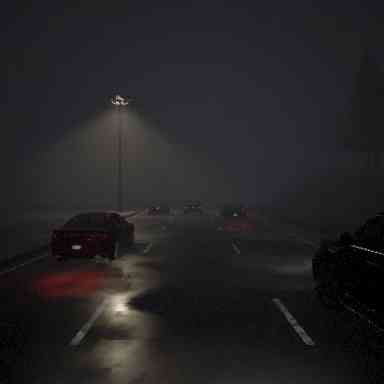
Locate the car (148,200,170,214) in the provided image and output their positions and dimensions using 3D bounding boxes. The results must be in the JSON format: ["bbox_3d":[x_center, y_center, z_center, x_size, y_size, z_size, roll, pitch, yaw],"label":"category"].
[{"bbox_3d":[-3.393,1.563,34.965,1.994,1.385,4.181,0,0,0],"label":"car"}]

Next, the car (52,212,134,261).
[{"bbox_3d":[-3.399,1.477,12.273,1.882,1.535,5.008,0,0,0],"label":"car"}]

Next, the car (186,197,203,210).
[{"bbox_3d":[0.356,1.491,44.464,2.128,1.511,4.902,0,0,3],"label":"car"}]

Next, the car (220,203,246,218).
[{"bbox_3d":[3.599,1.601,29.890,1.895,1.301,4.718,0,0,0],"label":"car"}]

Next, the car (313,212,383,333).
[{"bbox_3d":[3.599,1.219,4.622,2.150,2.045,5.566,0,0,0],"label":"car"}]

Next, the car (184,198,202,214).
[{"bbox_3d":[0.107,1.547,34.718,2.033,1.411,5.357,0,0,0],"label":"car"}]
